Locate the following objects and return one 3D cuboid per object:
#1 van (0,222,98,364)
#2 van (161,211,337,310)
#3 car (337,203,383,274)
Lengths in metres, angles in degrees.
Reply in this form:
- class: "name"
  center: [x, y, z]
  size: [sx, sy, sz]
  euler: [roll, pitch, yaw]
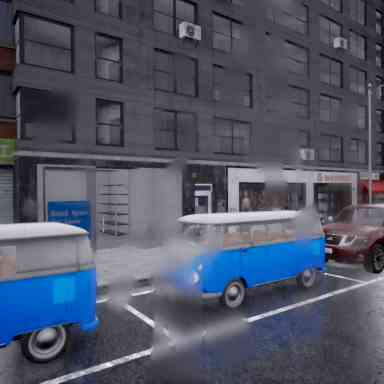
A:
- class: "van"
  center: [-3.247, 1.341, 4.228]
  size: [3.998, 1.788, 1.690]
  euler: [0, -1, -36]
- class: "van"
  center: [1.292, 1.340, 7.484]
  size: [3.998, 1.788, 1.690]
  euler: [0, -1, -36]
- class: "car"
  center: [5.830, 1.311, 10.740]
  size: [5.009, 1.841, 2.192]
  euler: [0, -1, -36]
